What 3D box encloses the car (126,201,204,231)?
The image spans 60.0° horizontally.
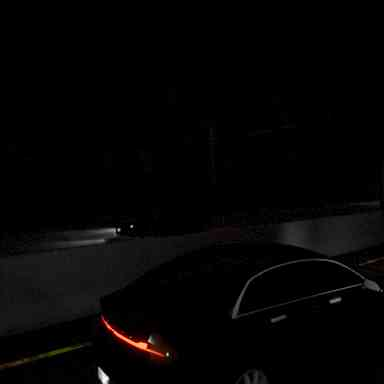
[{"bbox_3d":[-1.587,1.346,20.066,4.181,1.385,1.994,-2,1,-36],"label":"car"}]

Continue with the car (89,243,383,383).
[{"bbox_3d":[1.134,1.476,4.564,4.892,1.490,1.837,-1,1,-35],"label":"car"}]

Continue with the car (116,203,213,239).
[{"bbox_3d":[-1.241,1.355,16.011,4.892,1.490,1.837,-2,1,-36],"label":"car"}]
